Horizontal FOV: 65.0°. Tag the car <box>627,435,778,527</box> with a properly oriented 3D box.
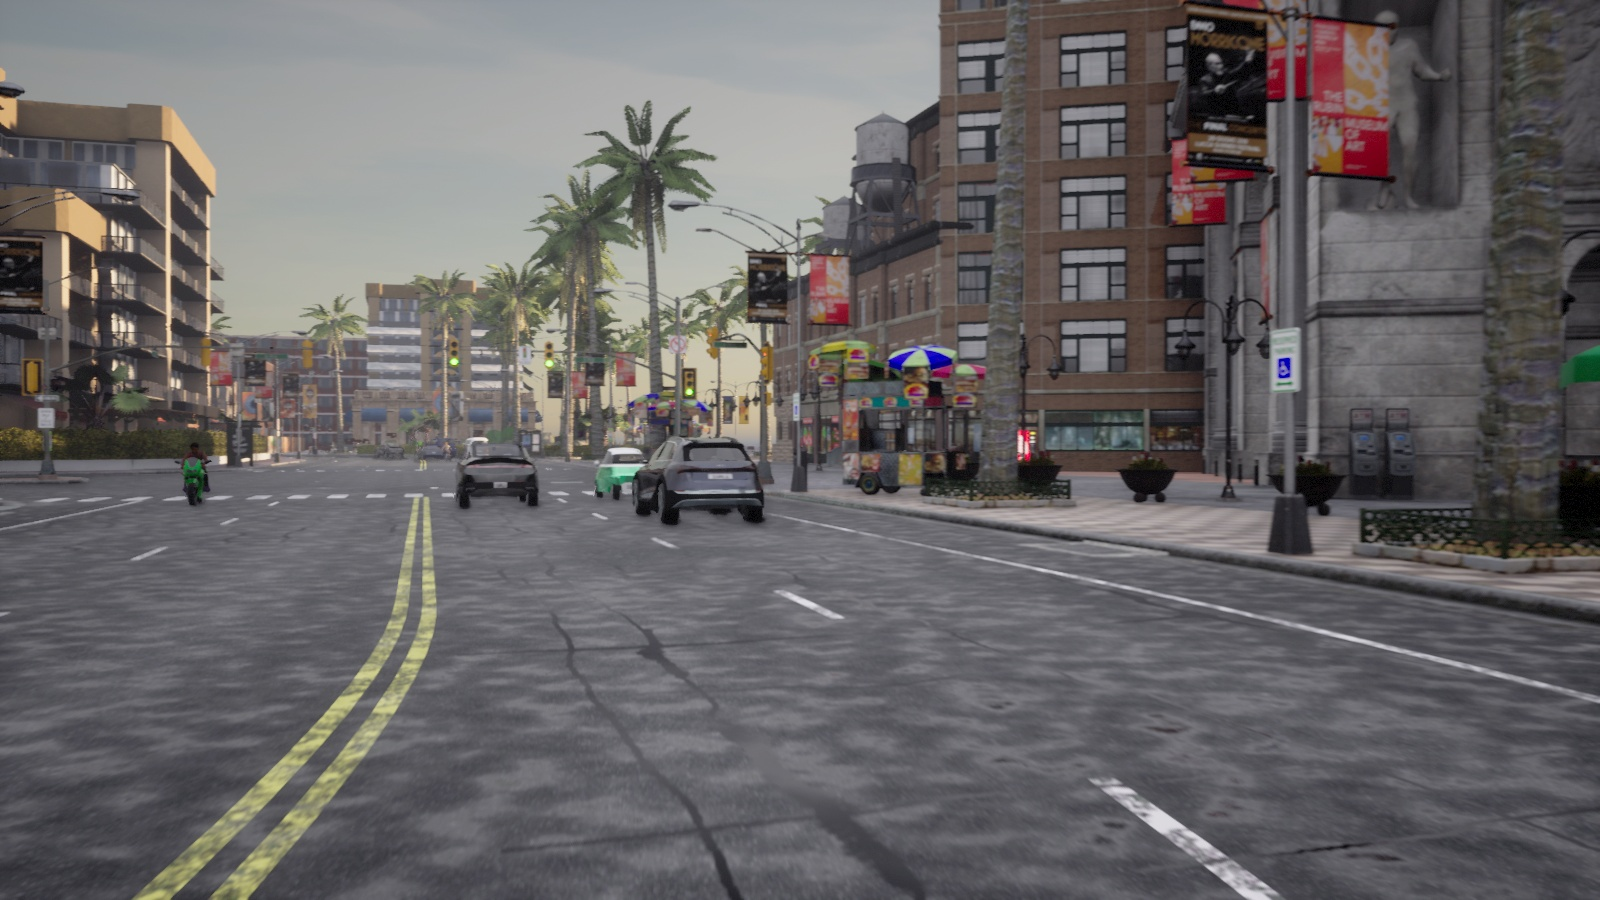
[{"bbox_3d":[-2.073,0.535,25.037,2.033,1.649,4.856,0,0,-17],"label":"car"}]

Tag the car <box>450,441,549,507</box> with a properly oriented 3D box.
[{"bbox_3d":[-7.529,0.528,31.114,2.128,1.511,4.902,0,0,-17],"label":"car"}]

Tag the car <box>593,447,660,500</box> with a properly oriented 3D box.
[{"bbox_3d":[-4.700,0.610,33.887,1.481,1.376,2.207,0,1,-17],"label":"car"}]

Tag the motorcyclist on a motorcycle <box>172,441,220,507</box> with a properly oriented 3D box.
[{"bbox_3d":[-14.630,0.558,30.449,0.797,1.523,2.044,-1,1,-19],"label":"motorcyclist on a motorcycle"}]
